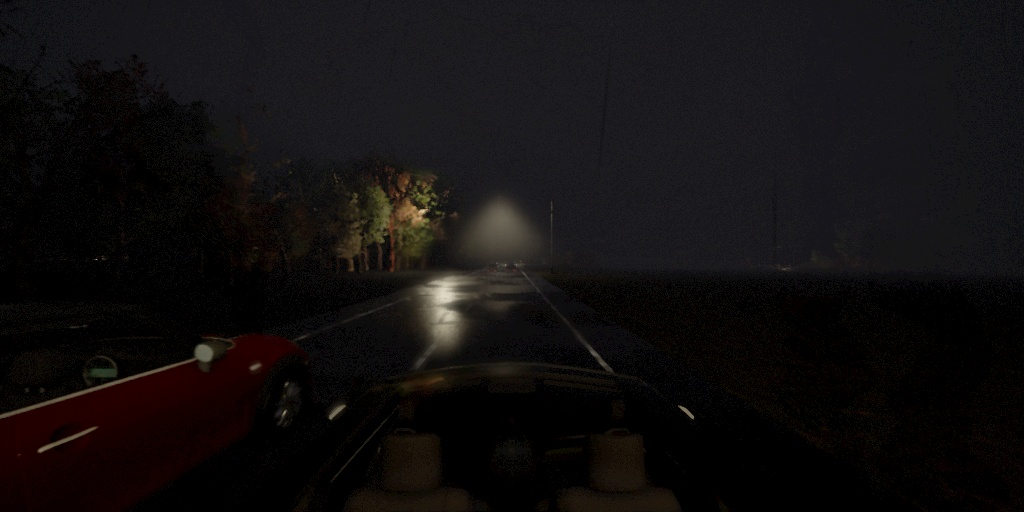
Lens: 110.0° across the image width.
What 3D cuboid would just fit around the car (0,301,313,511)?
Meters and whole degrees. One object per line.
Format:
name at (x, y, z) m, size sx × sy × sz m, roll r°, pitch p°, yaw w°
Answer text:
car at (-3.503, 1.101, 2.577) m, size 2.097 × 1.767 × 4.553 m, roll 0°, pitch 0°, yaw 0°
